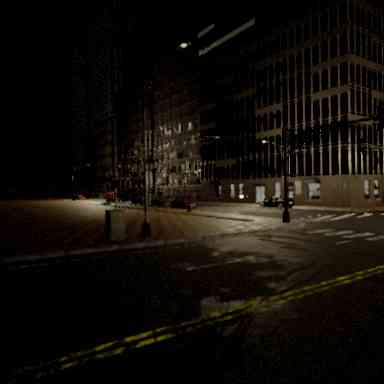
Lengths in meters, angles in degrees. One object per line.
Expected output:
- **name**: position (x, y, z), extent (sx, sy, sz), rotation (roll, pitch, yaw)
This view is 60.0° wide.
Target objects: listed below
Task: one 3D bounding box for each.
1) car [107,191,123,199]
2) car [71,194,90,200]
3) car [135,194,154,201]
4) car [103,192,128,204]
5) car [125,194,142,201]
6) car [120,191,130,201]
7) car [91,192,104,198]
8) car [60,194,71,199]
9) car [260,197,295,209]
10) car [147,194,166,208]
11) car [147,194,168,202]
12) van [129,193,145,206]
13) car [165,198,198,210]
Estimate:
- **car**: position (-18.703, 0.782, 80.487), extent (2.192, 1.841, 5.009), rotation (-1, 1, -34)
- **car**: position (-25.614, 1.199, 76.137), extent (1.887, 1.381, 4.507), rotation (-1, 1, -34)
- **car**: position (-9.494, 1.074, 66.638), extent (2.008, 1.369, 4.403), rotation (-1, 1, -34)
- **car**: position (-13.229, 1.254, 57.501), extent (1.752, 1.417, 4.829), rotation (-1, 1, -34)
- **car**: position (-12.563, 1.050, 71.255), extent (1.887, 1.381, 4.507), rotation (-1, 1, -34)
- **car**: position (-12.408, 0.881, 61.145), extent (2.150, 2.045, 5.566), rotation (-2, 1, -34)
- **car**: position (-24.837, 0.978, 89.724), extent (2.008, 1.369, 4.403), rotation (-1, 1, -34)
- **car**: position (-31.640, 1.177, 85.464), extent (1.947, 1.339, 4.313), rotation (-1, 1, -34)
- **car**: position (9.622, 1.191, 37.730), extent (1.947, 1.339, 4.313), rotation (-1, 1, -34)
- **car**: position (-4.104, 1.359, 43.773), extent (1.802, 1.307, 4.206), rotation (-1, 1, -34)
- **car**: position (-6.520, 1.066, 62.162), extent (1.752, 1.417, 4.829), rotation (-1, 1, -34)
- **van**: position (-7.180, 1.103, 48.393), extent (1.690, 1.788, 3.998), rotation (-1, 1, -34)
- **car**: position (-1.031, 1.374, 39.149), extent (1.802, 1.307, 4.206), rotation (-1, 1, -34)
